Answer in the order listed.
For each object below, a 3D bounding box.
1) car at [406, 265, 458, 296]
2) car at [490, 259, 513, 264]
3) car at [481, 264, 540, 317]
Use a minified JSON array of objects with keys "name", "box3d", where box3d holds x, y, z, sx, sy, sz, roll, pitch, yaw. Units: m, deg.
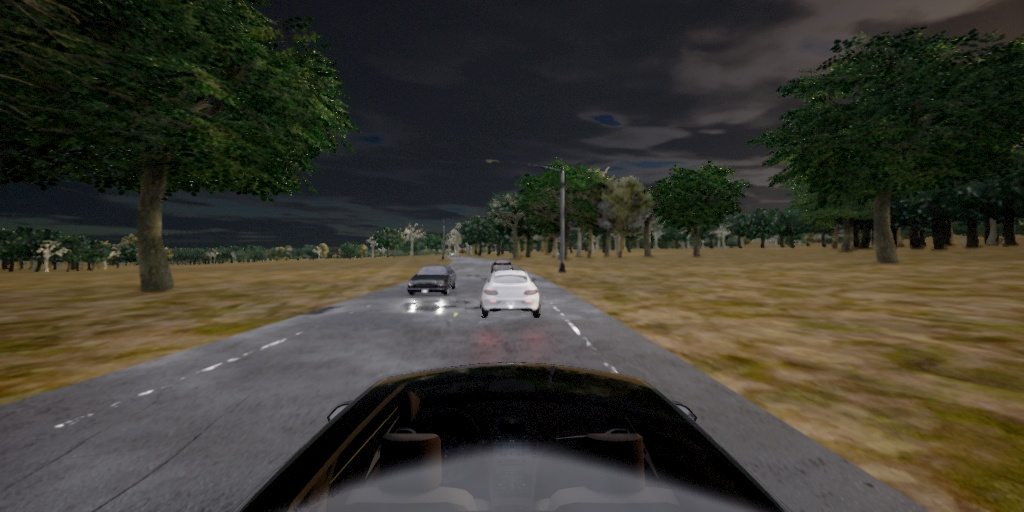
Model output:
[{"name":"car","box3d":[-3.945,1.158,18.566,2.033,1.411,5.357,0,1,-2]},{"name":"car","box3d":[-0.905,0.983,31.495,2.128,1.511,4.902,0,1,-4]},{"name":"car","box3d":[-0.086,1.191,12.632,1.812,1.442,4.674,0,1,-1]}]
